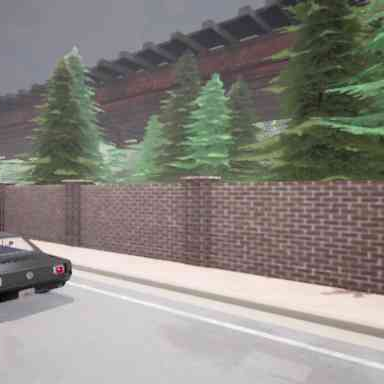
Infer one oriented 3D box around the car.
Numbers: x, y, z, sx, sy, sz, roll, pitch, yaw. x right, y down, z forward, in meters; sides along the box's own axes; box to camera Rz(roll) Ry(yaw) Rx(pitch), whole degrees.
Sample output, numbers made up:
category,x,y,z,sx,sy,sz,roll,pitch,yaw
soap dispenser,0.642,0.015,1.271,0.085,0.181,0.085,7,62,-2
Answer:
category,x,y,z,sx,sy,sz,roll,pitch,yaw
car,-4.859,1.584,7.449,4.718,1.301,1.895,0,0,36
